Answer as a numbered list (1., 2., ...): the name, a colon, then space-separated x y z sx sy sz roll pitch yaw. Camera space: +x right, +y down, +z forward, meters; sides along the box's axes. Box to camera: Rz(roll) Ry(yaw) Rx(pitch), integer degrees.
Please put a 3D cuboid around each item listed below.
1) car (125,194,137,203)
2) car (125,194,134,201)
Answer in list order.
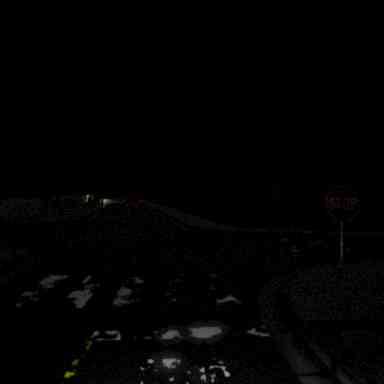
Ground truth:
1. car: -11.219 1.304 61.558 1.882 1.535 5.008 0 0 -12
2. car: -13.453 1.176 71.737 1.837 1.490 4.892 0 0 -12
